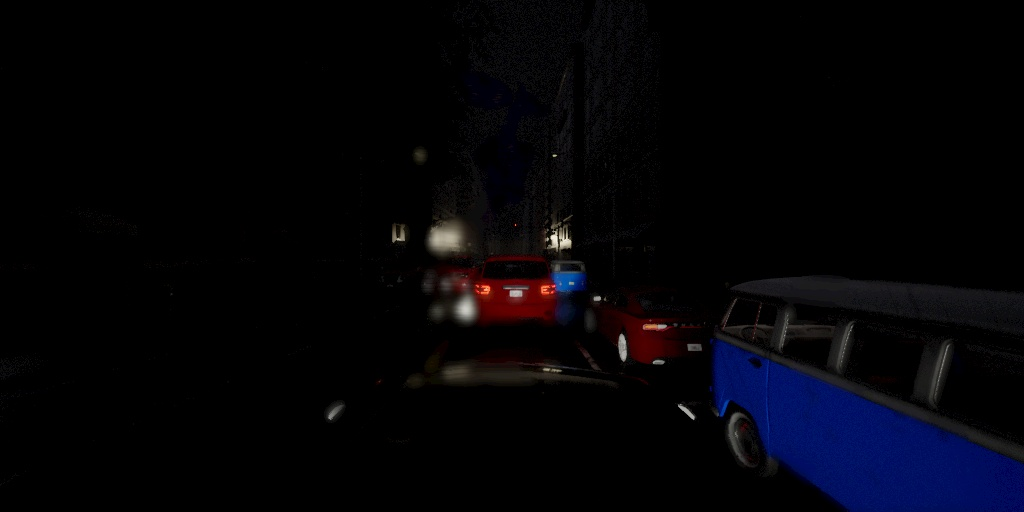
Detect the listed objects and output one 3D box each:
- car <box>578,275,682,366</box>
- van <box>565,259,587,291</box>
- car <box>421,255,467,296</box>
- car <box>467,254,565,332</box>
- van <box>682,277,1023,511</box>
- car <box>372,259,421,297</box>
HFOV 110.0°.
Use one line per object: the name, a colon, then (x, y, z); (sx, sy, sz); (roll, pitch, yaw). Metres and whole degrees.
car: (2.863, 1.294, 7.840); (1.888, 1.381, 4.507); (0, 0, 0)
van: (2.876, 1.086, 19.161); (1.690, 1.789, 3.998); (0, 0, 0)
car: (-3.060, 0.965, 19.569); (2.150, 2.045, 5.566); (0, 0, 0)
car: (0.111, 0.970, 11.061); (2.150, 2.045, 5.566); (0, 0, 0)
van: (2.856, 1.091, 2.179); (1.690, 1.789, 3.998); (0, 0, 0)
car: (-5.649, 1.060, 19.131); (2.192, 1.841, 5.009); (0, 0, 0)
